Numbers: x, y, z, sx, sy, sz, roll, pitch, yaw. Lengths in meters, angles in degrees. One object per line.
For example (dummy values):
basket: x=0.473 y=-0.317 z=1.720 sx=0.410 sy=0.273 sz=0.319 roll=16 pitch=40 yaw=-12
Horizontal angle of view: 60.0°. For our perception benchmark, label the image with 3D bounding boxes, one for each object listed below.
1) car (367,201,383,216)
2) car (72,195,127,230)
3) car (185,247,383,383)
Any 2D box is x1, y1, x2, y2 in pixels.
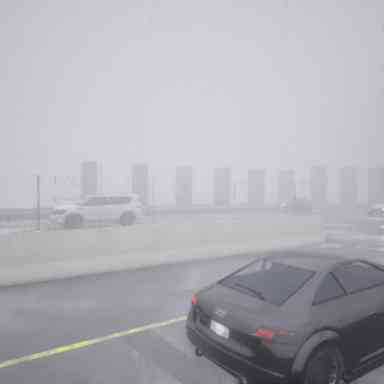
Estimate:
car: x=18.165 y=1.491 z=30.404 sx=4.674 sy=1.442 sz=1.812 roll=0 pitch=0 yaw=-25
car: x=-5.872 y=1.157 z=20.999 sx=5.566 sy=2.045 sz=2.150 roll=0 pitch=0 yaw=-33
car: x=1.988 y=1.555 z=4.967 sx=4.181 sy=1.385 sz=1.994 roll=0 pitch=0 yaw=-34
